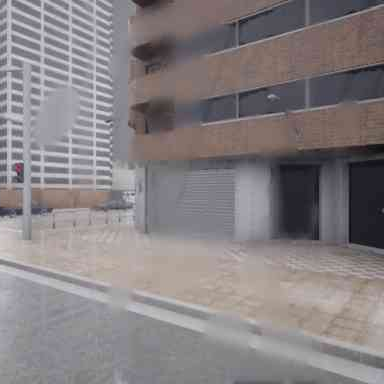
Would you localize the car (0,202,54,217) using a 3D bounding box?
[{"bbox_3d":[-15.559,1.601,30.977,1.895,1.301,4.718,0,0,36],"label":"car"}]

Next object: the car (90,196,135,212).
[{"bbox_3d":[-9.403,1.547,39.434,2.033,1.411,5.357,0,0,36],"label":"car"}]
